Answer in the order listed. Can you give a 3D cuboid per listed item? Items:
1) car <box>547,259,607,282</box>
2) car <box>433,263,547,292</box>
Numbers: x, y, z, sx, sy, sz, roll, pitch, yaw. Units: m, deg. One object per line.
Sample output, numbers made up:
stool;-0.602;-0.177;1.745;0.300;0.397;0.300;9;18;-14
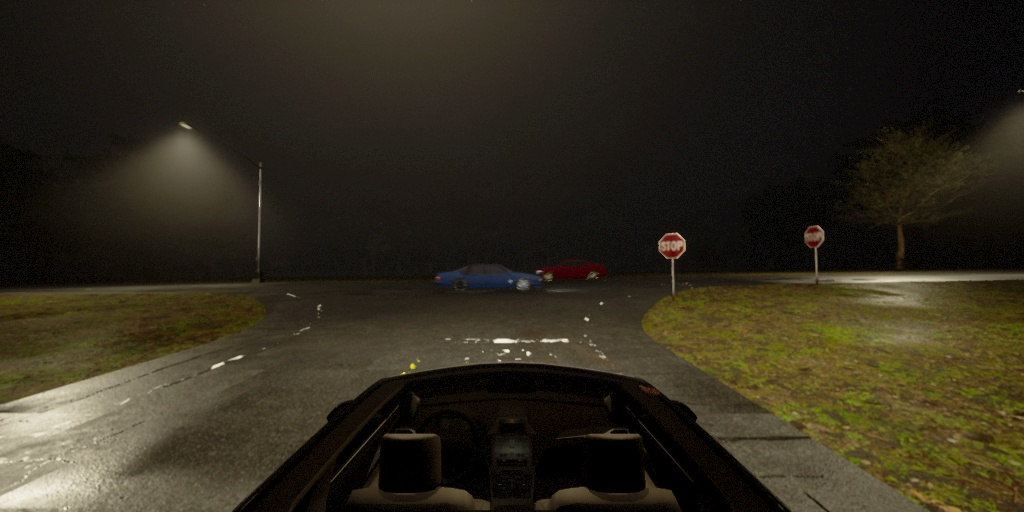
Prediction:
car;4.006;1.011;24.995;5.008;1.535;1.882;-1;-2;-1
car;-1.142;1.063;17.910;5.357;1.411;2.033;-1;-1;0
